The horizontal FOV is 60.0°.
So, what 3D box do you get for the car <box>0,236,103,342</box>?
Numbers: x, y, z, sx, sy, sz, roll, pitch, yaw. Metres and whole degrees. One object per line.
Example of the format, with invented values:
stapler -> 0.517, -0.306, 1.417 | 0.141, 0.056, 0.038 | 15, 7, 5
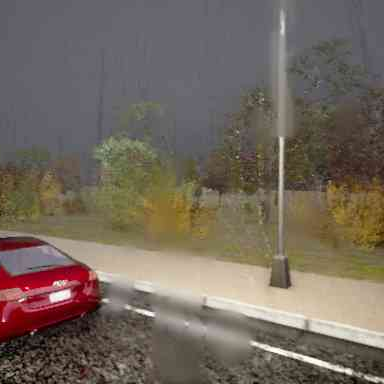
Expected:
car -> -3.615, 1.546, 6.253 | 4.181, 1.385, 1.994 | 0, 0, 36
